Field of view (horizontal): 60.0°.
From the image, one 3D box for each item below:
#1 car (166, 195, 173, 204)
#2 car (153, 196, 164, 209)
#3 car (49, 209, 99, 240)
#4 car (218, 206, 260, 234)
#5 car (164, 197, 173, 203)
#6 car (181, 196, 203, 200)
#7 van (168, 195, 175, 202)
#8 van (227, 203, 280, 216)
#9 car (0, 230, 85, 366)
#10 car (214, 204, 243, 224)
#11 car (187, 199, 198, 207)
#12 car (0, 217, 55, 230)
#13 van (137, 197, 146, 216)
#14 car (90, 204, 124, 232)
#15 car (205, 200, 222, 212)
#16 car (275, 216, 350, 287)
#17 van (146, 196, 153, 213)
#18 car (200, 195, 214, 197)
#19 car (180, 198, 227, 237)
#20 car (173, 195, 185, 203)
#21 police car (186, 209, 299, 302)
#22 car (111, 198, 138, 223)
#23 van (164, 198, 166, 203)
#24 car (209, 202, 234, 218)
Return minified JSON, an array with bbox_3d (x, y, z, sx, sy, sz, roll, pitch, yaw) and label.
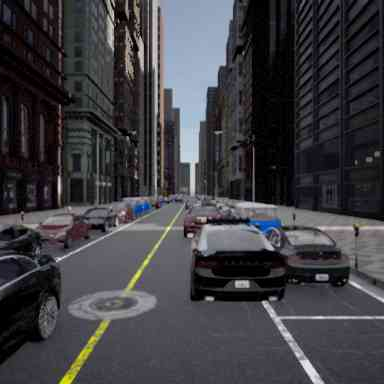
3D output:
[{"bbox_3d":[-5.751,1.858,71.230,1.887,1.381,4.507,0,0,0],"label":"car"},{"bbox_3d":[-5.756,1.518,48.685,2.192,1.841,5.009,0,0,0],"label":"car"},{"bbox_3d":[-5.761,1.638,14.865,1.802,1.307,4.206,0,0,0],"label":"car"},{"bbox_3d":[2.765,1.630,20.517,2.008,1.369,4.403,0,0,0],"label":"car"},{"bbox_3d":[-5.749,1.939,82.503,1.947,1.339,4.313,0,0,0],"label":"car"},{"bbox_3d":[0.023,1.682,45.864,2.128,1.511,4.902,0,0,0],"label":"car"},{"bbox_3d":[-5.748,1.774,93.778,1.690,1.788,3.998,0,0,0],"label":"van"},{"bbox_3d":[2.764,1.398,14.881,1.690,1.788,3.998,0,0,0],"label":"van"},{"bbox_3d":[-3.099,1.505,3.716,2.128,1.511,4.902,0,0,0],"label":"car"},{"bbox_3d":[2.766,1.685,26.153,1.802,1.307,4.206,0,0,0],"label":"car"},{"bbox_3d":[0.011,1.856,59.557,1.895,1.301,4.718,0,0,0],"label":"car"},{"bbox_3d":[-5.762,1.600,9.228,1.947,1.339,4.313,0,0,0],"label":"car"},{"bbox_3d":[-5.759,1.468,31.776,1.690,1.788,3.998,0,0,0],"label":"van"},{"bbox_3d":[-5.760,1.645,20.502,1.947,1.339,4.313,0,0,0],"label":"car"},{"bbox_3d":[2.769,1.722,43.061,1.887,1.381,4.507,0,0,0],"label":"car"},{"bbox_3d":[2.763,1.585,9.244,2.008,1.369,4.403,0,0,0],"label":"car"},{"bbox_3d":[-5.758,1.493,37.412,1.690,1.788,3.998,0,0,0],"label":"van"},{"bbox_3d":[2.770,1.545,54.334,2.192,1.841,5.009,0,0,0],"label":"car"},{"bbox_3d":[0.680,1.415,18.435,2.097,1.767,4.553,-1,0,2],"label":"car"},{"bbox_3d":[-2.986,1.944,76.894,1.895,1.301,4.718,0,0,0],"label":"car"},{"bbox_3d":[0.902,1.457,8.540,1.930,1.638,5.238,0,0,0],"label":"police car"},{"bbox_3d":[-5.759,1.542,26.139,1.967,1.590,4.097,0,0,0],"label":"car"},{"bbox_3d":[-5.755,1.570,54.321,1.690,1.788,3.998,0,0,0],"label":"van"},{"bbox_3d":[2.767,1.678,31.789,2.008,1.369,4.403,0,0,0],"label":"car"}]
